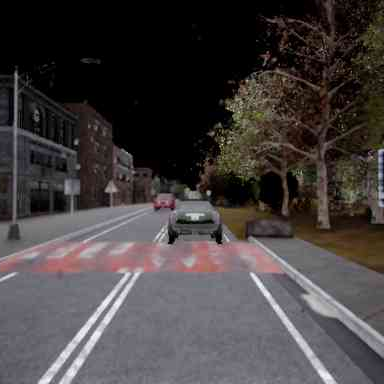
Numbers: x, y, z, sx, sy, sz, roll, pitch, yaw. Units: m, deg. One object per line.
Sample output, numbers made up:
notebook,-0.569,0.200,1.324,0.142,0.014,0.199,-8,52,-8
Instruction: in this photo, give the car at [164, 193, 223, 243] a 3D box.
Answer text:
car,0.122,1.221,14.501,2.097,1.767,4.553,0,-6,0

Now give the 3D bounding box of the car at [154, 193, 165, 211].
car,-3.212,1.192,39.630,2.150,2.045,5.566,0,0,0
